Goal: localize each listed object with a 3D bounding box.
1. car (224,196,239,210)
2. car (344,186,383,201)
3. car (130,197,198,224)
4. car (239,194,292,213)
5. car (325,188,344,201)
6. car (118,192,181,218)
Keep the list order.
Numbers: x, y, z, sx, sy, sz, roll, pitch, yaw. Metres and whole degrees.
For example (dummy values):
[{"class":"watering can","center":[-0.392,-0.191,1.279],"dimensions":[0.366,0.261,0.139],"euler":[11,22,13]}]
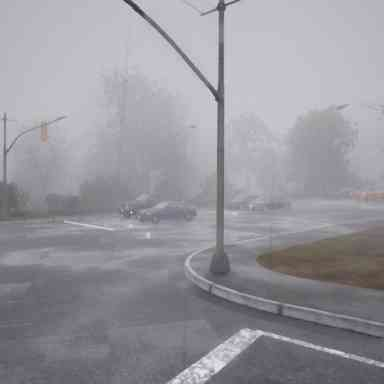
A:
[{"class":"car","center":[5.419,1.025,33.737],"dimensions":[4.892,1.490,1.837],"euler":[-3,2,-36]},{"class":"car","center":[20.727,0.102,39.228],"dimensions":[4.553,1.767,2.097],"euler":[-4,2,-28]},{"class":"car","center":[-1.704,1.372,23.566],"dimensions":[4.674,1.442,1.812],"euler":[-1,1,-39]},{"class":"car","center":[7.098,1.054,30.634],"dimensions":[4.902,1.511,2.128],"euler":[-2,2,-36]},{"class":"car","center":[19.152,0.200,42.373],"dimensions":[5.008,1.535,1.882],"euler":[-4,2,-28]},{"class":"car","center":[-3.179,1.026,26.941],"dimensions":[5.566,2.045,2.150],"euler":[-1,1,-41]}]
